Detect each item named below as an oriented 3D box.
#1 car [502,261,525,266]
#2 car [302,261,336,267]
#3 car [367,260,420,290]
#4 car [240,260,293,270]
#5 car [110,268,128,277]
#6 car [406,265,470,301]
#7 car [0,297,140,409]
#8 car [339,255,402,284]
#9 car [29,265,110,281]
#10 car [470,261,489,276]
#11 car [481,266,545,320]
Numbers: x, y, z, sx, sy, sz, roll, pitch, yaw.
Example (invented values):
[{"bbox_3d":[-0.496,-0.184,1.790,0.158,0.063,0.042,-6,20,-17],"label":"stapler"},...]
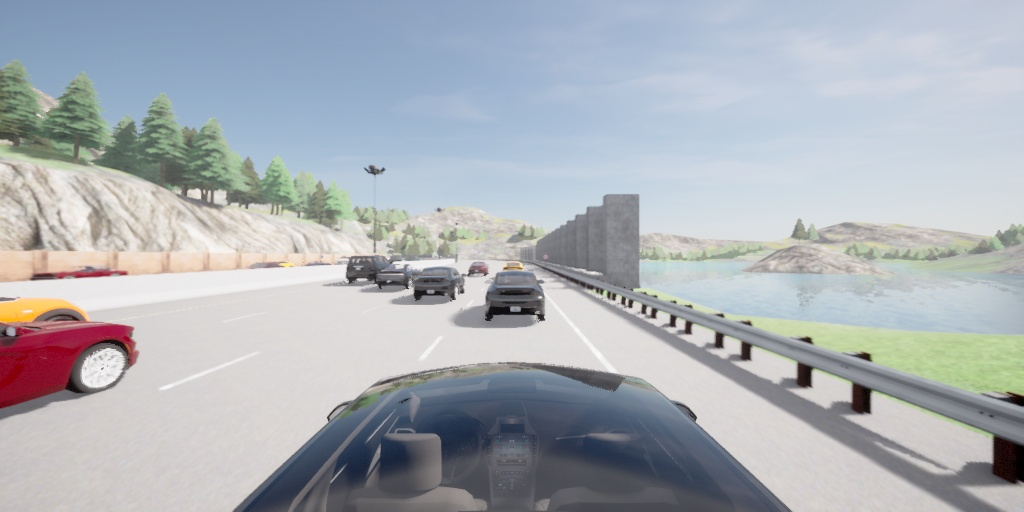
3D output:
[{"bbox_3d":[0.109,1.229,32.446,1.882,1.535,5.008,0,0,0],"label":"car"},{"bbox_3d":[-24.387,1.315,44.861,1.994,1.385,4.181,0,0,2],"label":"car"},{"bbox_3d":[-6.910,1.242,22.565,2.128,1.511,4.902,0,0,0],"label":"car"},{"bbox_3d":[-21.090,1.276,30.322,1.812,1.442,4.674,0,0,0],"label":"car"},{"bbox_3d":[-31.601,1.351,26.385,1.895,1.301,4.718,0,0,0],"label":"car"},{"bbox_3d":[-3.409,1.255,17.463,1.837,1.490,4.892,0,0,0],"label":"car"},{"bbox_3d":[-6.900,1.228,3.632,1.882,1.535,5.008,0,0,0],"label":"car"},{"bbox_3d":[-10.409,0.972,26.926,2.150,2.045,5.566,0,0,0],"label":"car"},{"bbox_3d":[-10.402,1.102,6.016,2.097,1.767,4.553,0,0,0],"label":"car"},{"bbox_3d":[-3.348,1.277,36.680,1.812,1.442,4.674,0,0,1],"label":"car"},{"bbox_3d":[0.097,1.255,12.558,1.837,1.490,4.892,0,0,0],"label":"car"}]
